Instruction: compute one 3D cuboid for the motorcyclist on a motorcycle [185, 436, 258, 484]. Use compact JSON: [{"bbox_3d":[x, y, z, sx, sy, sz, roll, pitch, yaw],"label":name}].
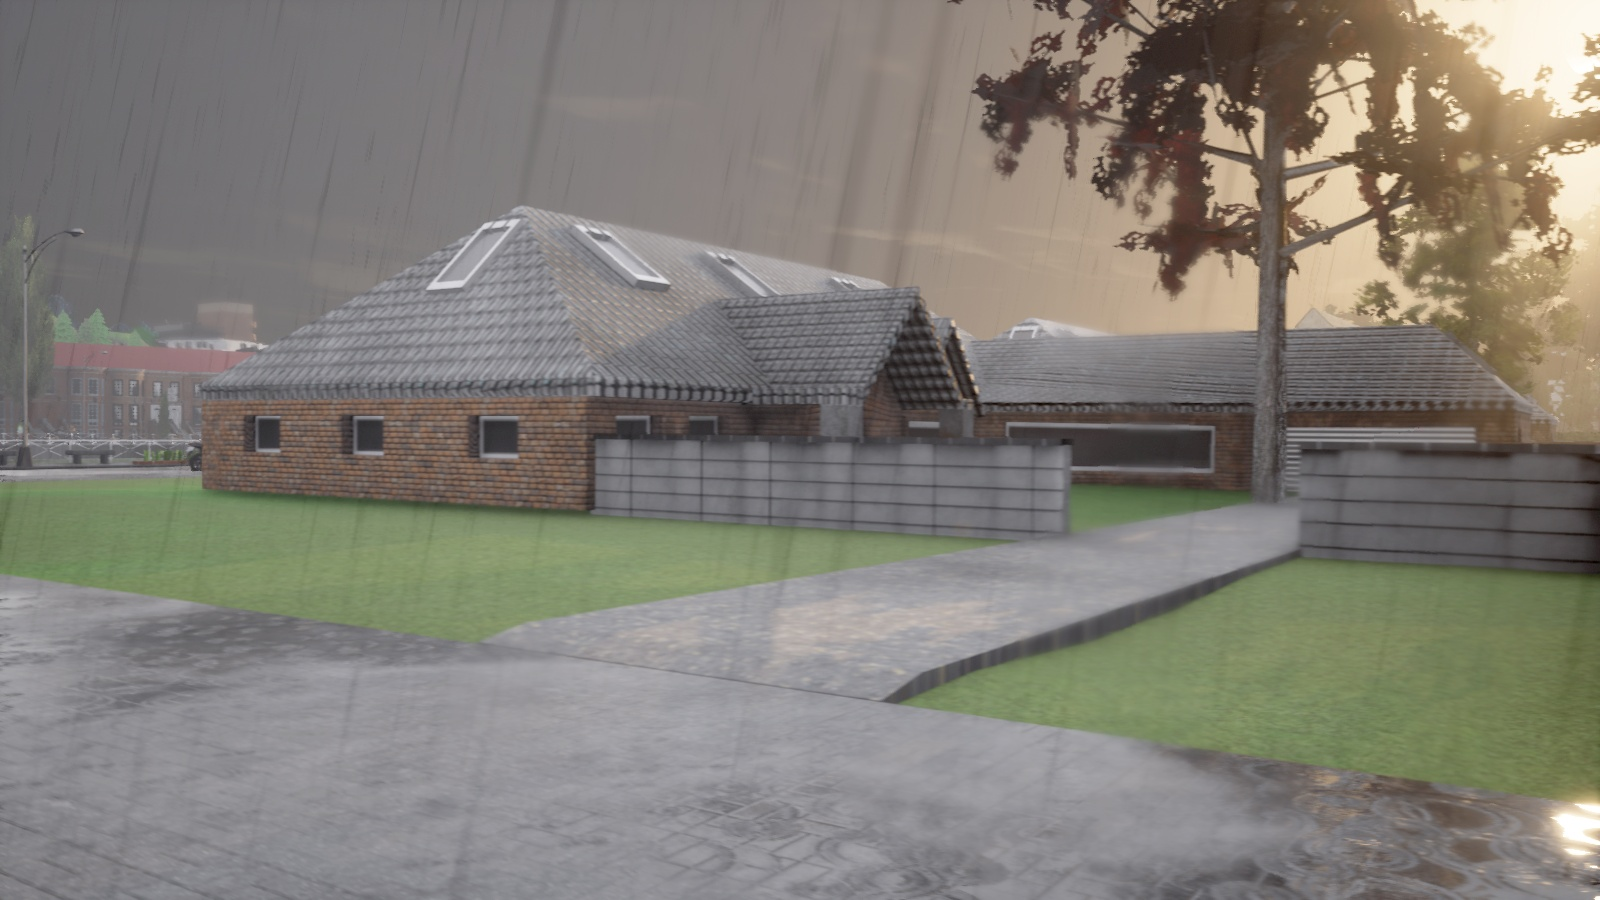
[{"bbox_3d":[-19.105,0.320,41.504,0.797,1.523,2.044,0,1,34],"label":"motorcyclist on a motorcycle"}]
